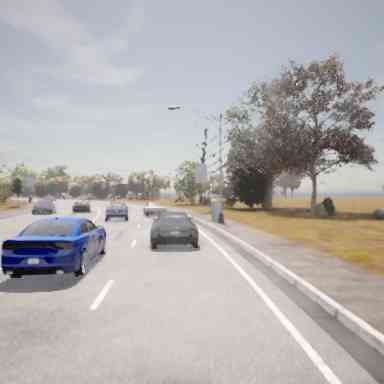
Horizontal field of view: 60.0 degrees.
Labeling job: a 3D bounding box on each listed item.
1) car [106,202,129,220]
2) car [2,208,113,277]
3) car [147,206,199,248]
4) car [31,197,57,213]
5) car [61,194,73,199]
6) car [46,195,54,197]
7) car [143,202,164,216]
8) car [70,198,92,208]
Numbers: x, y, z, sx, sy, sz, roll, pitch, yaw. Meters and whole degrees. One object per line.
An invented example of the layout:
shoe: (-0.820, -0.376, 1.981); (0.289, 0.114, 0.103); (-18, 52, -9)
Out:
car: (-6.374, 1.561, 28.400); (2.033, 1.411, 5.357); (0, 0, -11)
car: (-3.930, 1.487, 10.335); (1.882, 1.535, 5.008); (0, 0, -4)
car: (-0.850, 1.567, 14.969); (1.994, 1.385, 4.181); (0, 0, -6)
car: (-15.099, 1.548, 34.148); (1.812, 1.442, 4.674); (0, 0, -14)
car: (-27.993, 1.122, 74.470); (1.882, 1.535, 5.008); (0, 0, -31)
car: (-30.804, 1.370, 72.352); (1.812, 1.442, 4.674); (0, 0, -31)
car: (-3.760, 1.612, 32.773); (1.895, 1.301, 4.718); (0, 0, -13)
car: (-12.200, 1.621, 37.001); (1.895, 1.301, 4.718); (0, 0, -15)
